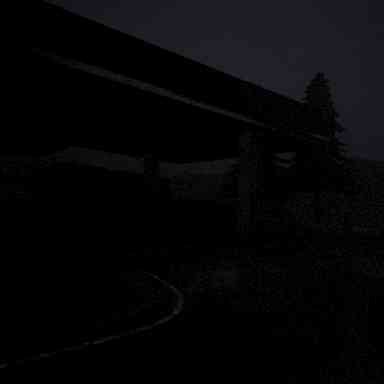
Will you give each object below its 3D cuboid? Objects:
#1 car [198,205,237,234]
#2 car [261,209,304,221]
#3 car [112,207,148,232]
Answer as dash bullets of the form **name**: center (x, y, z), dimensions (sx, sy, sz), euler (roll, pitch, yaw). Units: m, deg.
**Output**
- **car**: center (2.151, 1.854, 23.493), dimensions (1.905, 1.878, 3.866), euler (2, -1, -37)
- **car**: center (8.739, 2.408, 32.934), dimensions (1.895, 1.301, 4.718), euler (2, -1, -37)
- **car**: center (-4.983, 1.883, 23.523), dimensions (2.242, 1.667, 4.611), euler (2, -1, -37)
